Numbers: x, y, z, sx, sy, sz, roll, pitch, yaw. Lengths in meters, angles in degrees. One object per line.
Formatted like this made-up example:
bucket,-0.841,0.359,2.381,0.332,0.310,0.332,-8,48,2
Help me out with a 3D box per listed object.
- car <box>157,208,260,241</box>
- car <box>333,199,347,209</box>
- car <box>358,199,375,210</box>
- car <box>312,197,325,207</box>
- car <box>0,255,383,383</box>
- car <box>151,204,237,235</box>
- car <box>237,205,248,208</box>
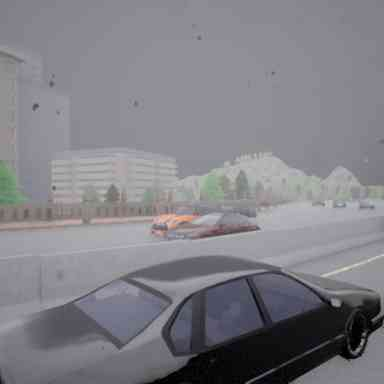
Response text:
car,1.039,1.600,14.146,4.674,1.442,1.812,0,0,-42
car,22.862,1.803,51.442,2.128,1.511,4.902,0,-1,24
car,24.682,1.791,46.947,1.812,1.442,4.674,0,0,25
car,23.257,1.741,60.978,2.097,1.767,4.553,-1,-1,24
car,0.390,1.568,4.197,5.357,1.411,2.033,0,0,-38
car,0.002,1.451,17.946,4.553,1.767,2.097,0,-1,-43
car,3.117,1.700,25.949,2.033,1.411,5.357,0,-1,42
